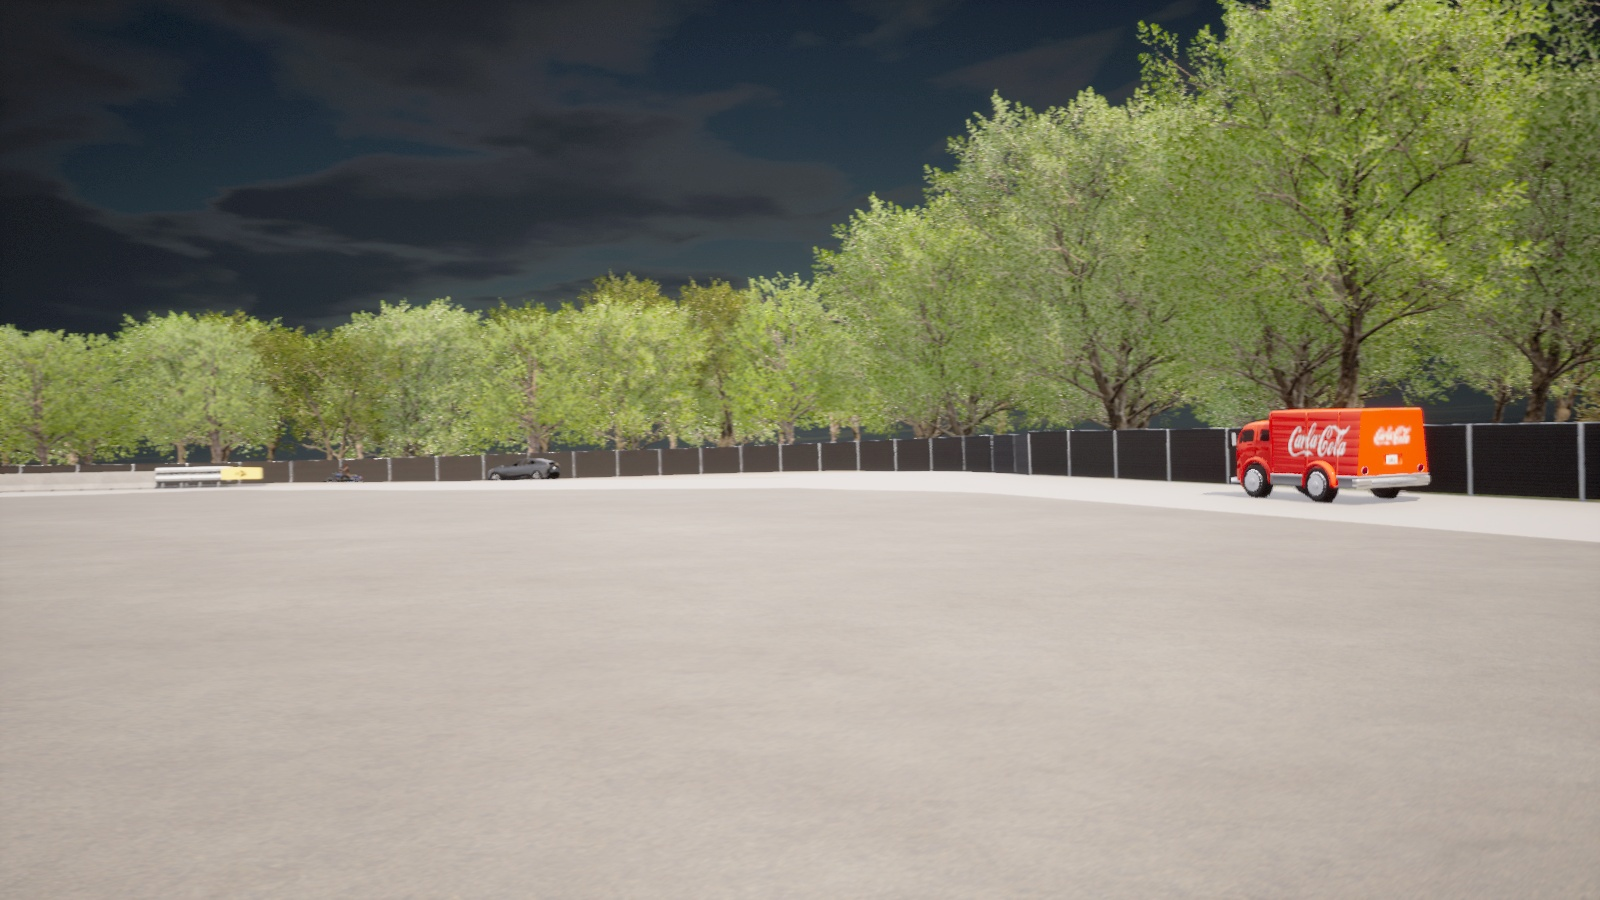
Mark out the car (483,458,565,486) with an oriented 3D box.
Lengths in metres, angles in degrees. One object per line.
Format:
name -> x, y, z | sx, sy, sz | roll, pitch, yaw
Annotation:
car -> -17.079, 1.331, 77.798 | 4.514, 1.525, 2.007 | -2, 0, 17

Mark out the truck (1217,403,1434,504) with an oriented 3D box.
truck -> 14.262, 0.053, 34.481 | 2.627, 2.467, 5.204 | -3, 1, -20

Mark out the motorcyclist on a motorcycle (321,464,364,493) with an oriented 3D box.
motorcyclist on a motorcycle -> -28.393, 1.762, 78.005 | 2.350, 1.649, 0.766 | -2, 0, -11
